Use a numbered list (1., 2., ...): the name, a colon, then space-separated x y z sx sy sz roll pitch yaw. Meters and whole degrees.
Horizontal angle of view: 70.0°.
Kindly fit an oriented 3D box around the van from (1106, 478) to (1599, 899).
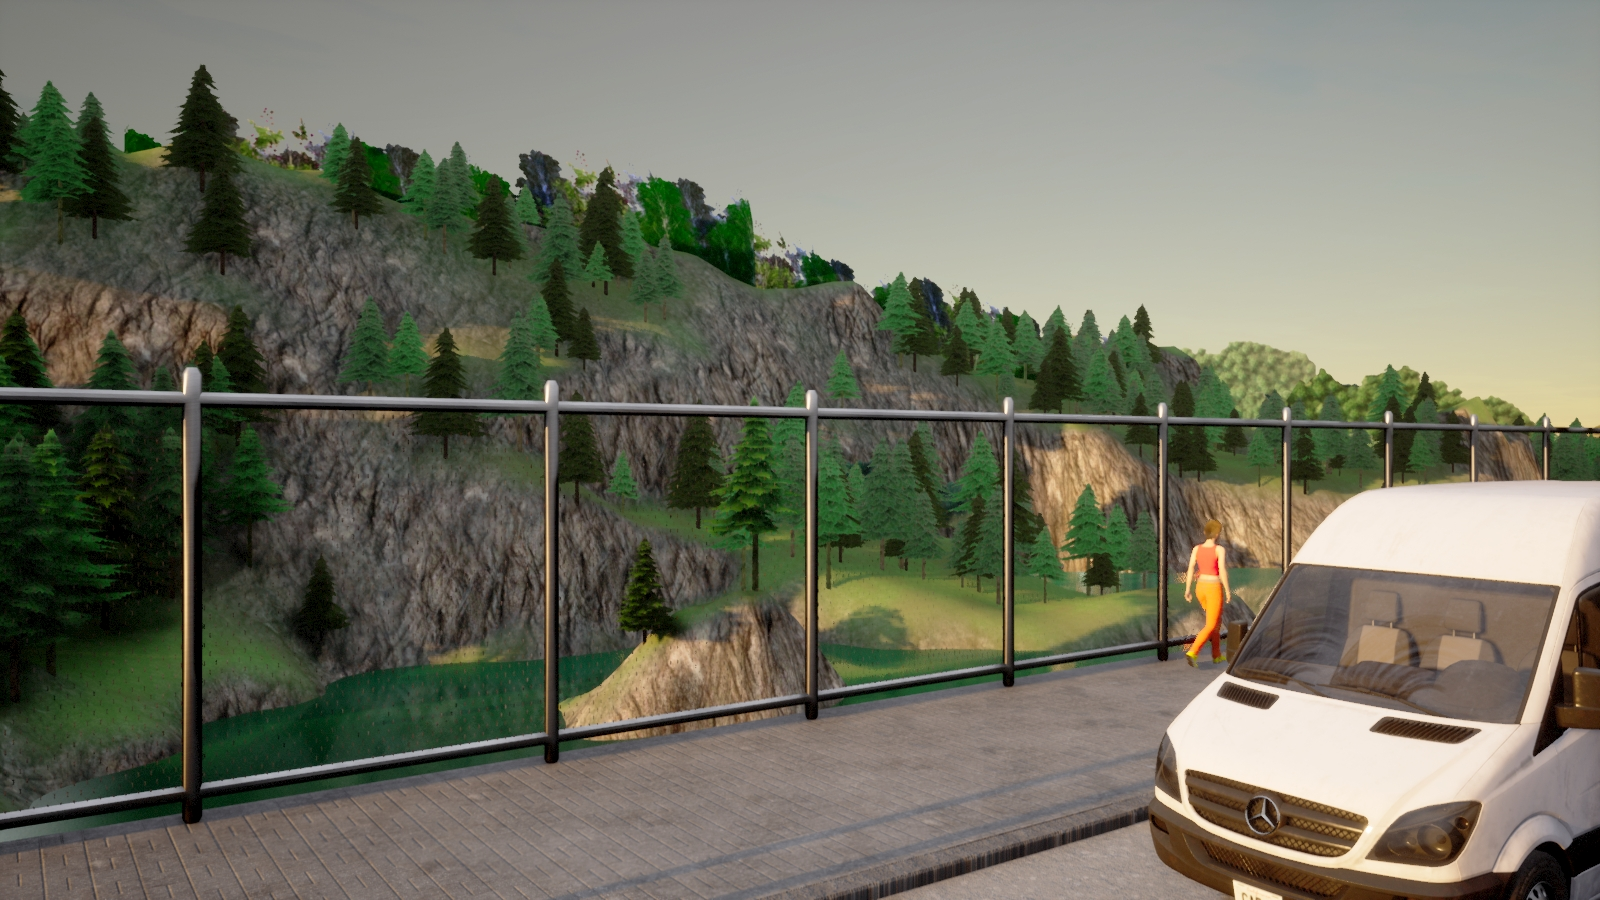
1. van: 4.843 1.531 7.777 5.915 2.561 1.988 0 0 -35

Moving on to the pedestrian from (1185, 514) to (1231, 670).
1. pedestrian: 5.035 1.739 14.101 0.375 1.860 0.375 0 0 -35
